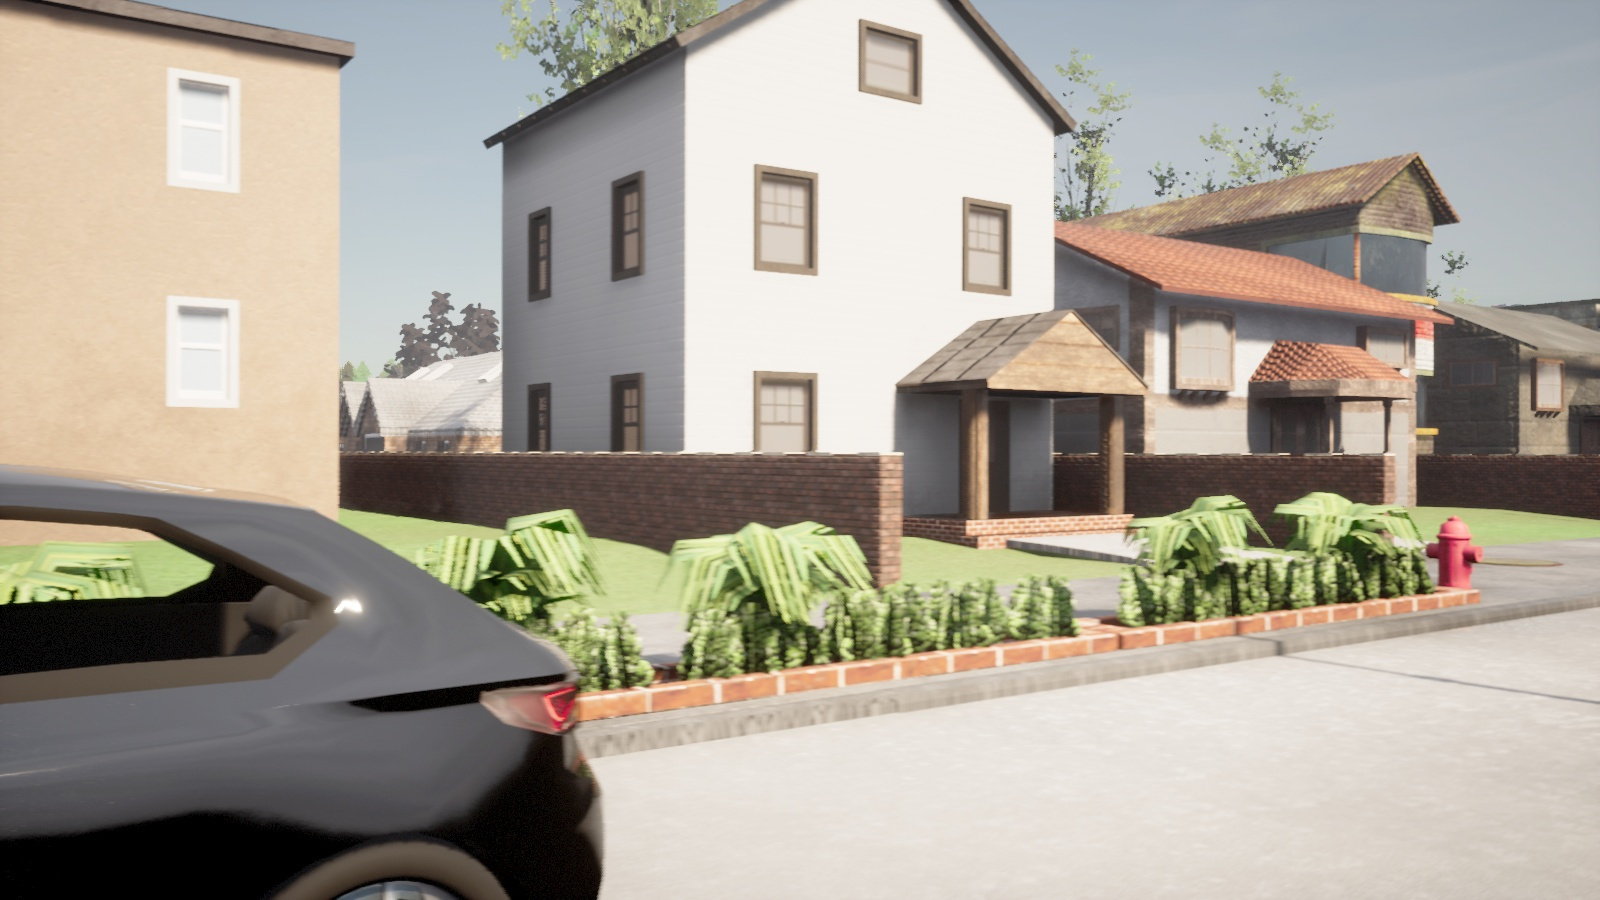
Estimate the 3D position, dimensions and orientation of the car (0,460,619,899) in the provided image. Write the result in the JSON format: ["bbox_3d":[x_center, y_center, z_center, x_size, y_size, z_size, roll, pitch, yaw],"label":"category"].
[{"bbox_3d":[-2.653,0.770,2.420,4.193,1.474,1.816,0,0,-35],"label":"car"}]
